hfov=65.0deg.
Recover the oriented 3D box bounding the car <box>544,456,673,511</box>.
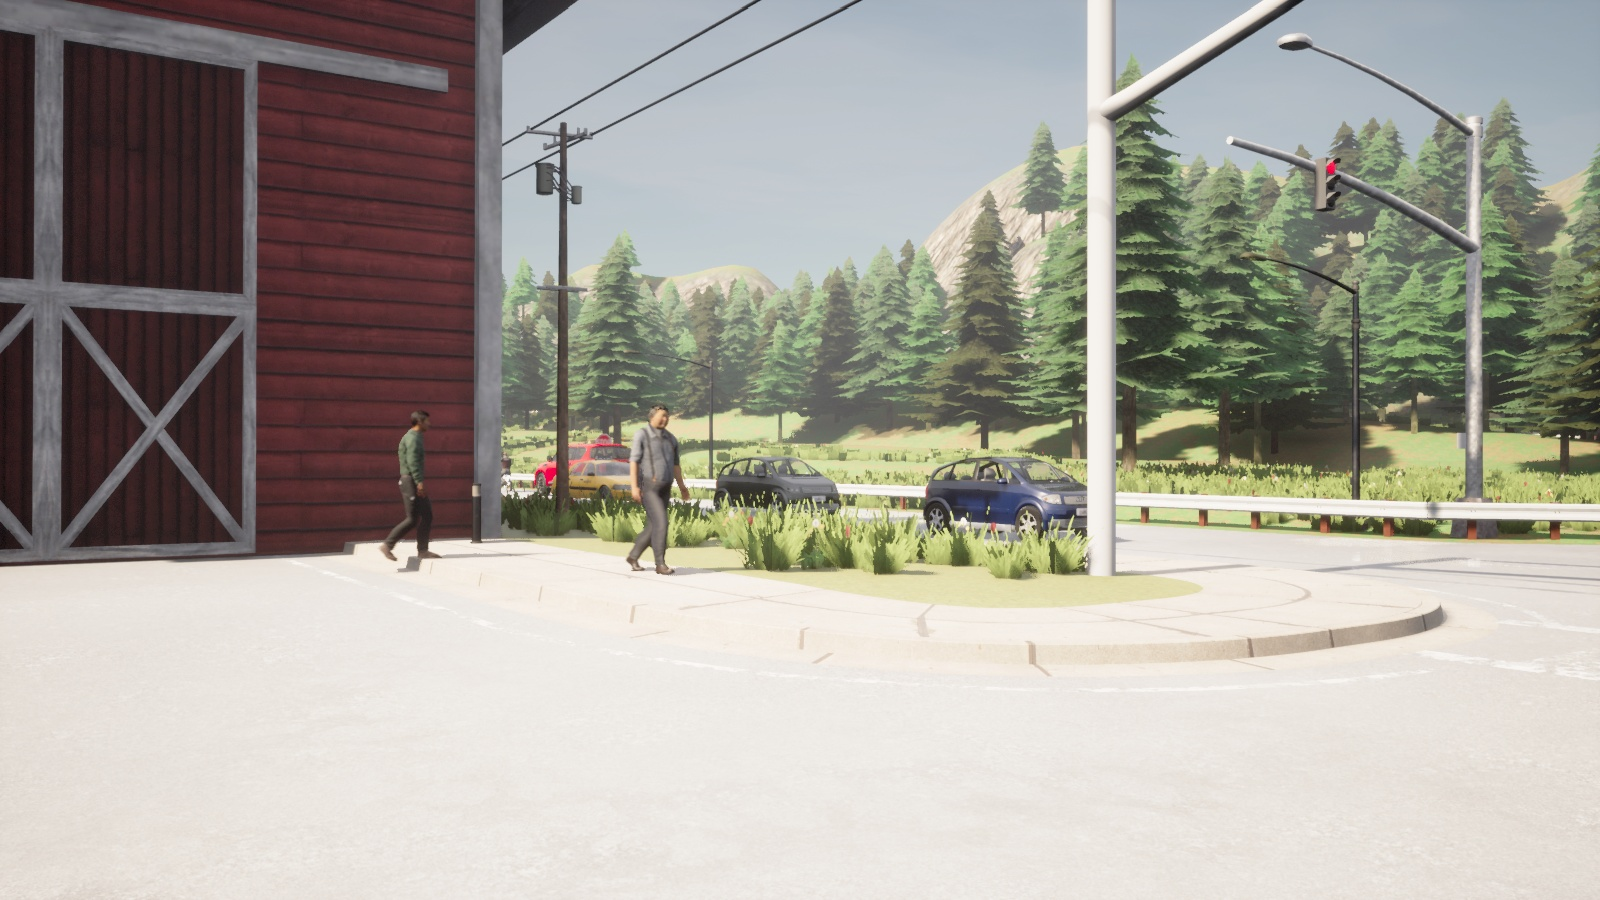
[{"bbox_3d":[-5.980,0.969,38.589,1.801,1.575,5.366,0,0,-34],"label":"car"}]

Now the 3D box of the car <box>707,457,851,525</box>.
[{"bbox_3d":[-0.572,0.945,30.515,1.789,1.549,3.705,0,0,-34],"label":"car"}]

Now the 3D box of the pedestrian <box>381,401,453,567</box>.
[{"bbox_3d":[-4.578,0.405,15.029,0.788,1.949,0.423,0,0,-11],"label":"pedestrian"}]

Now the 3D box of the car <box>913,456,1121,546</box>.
[{"bbox_3d":[4.008,0.891,23.679,1.789,1.549,3.705,0,0,-34],"label":"car"}]

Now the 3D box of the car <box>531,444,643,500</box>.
[{"bbox_3d":[-8.285,0.815,48.326,2.150,2.045,5.566,0,0,-34],"label":"car"}]

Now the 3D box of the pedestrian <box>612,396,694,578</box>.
[{"bbox_3d":[-1.551,0.377,13.227,0.540,1.848,0.694,0,0,-44],"label":"pedestrian"}]
